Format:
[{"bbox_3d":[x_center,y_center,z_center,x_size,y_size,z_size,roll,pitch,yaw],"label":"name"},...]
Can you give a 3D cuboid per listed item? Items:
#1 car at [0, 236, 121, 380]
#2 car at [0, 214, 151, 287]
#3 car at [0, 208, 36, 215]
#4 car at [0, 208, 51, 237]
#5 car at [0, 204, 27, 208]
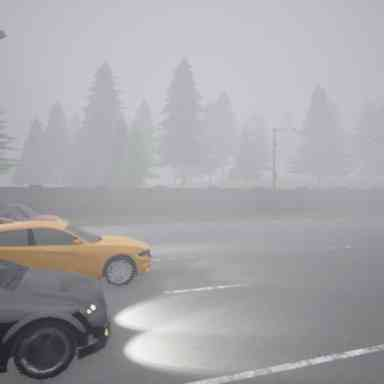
[{"bbox_3d":[-3.234,1.541,4.443,4.181,1.385,1.994,0,0,-19],"label":"car"},{"bbox_3d":[-3.497,1.442,8.059,5.008,1.535,1.882,0,0,-19],"label":"car"},{"bbox_3d":[-6.206,1.441,10.819,4.902,1.511,2.128,0,0,-19],"label":"car"},{"bbox_3d":[-9.840,1.522,16.964,4.718,1.301,1.895,0,0,-19],"label":"car"},{"bbox_3d":[-7.562,1.288,14.052,4.553,1.767,2.097,0,0,-19],"label":"car"}]
